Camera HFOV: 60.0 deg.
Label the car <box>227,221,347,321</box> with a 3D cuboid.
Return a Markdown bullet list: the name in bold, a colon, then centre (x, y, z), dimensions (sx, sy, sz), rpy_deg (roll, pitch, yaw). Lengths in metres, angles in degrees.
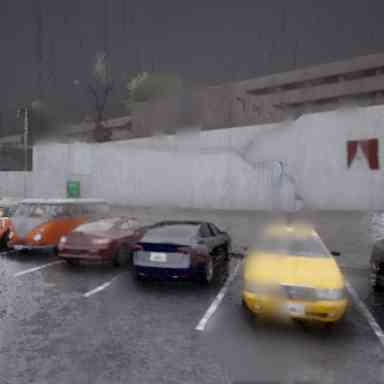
- **car**: centre (2.262, 1.483, 7.658), dimensions (1.946, 1.575, 5.366), rpy_deg (1, -1, 15)

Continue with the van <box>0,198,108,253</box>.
- **van**: centre (-5.004, 1.231, 12.923), dimensions (1.878, 1.987, 4.442), rpy_deg (1, 0, 16)

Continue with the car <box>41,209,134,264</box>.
- **car**: centre (-2.559, 1.511, 11.302), dimensions (2.002, 1.452, 4.674), rpy_deg (0, -1, 16)

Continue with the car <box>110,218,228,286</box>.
- **car**: centre (-0.121, 1.515, 9.602), dimensions (2.163, 1.488, 4.792), rpy_deg (0, -1, 15)

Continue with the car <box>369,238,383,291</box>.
- **car**: centre (4.729, 1.519, 6.075), dimensions (2.163, 1.488, 4.792), rpy_deg (1, -1, 16)
